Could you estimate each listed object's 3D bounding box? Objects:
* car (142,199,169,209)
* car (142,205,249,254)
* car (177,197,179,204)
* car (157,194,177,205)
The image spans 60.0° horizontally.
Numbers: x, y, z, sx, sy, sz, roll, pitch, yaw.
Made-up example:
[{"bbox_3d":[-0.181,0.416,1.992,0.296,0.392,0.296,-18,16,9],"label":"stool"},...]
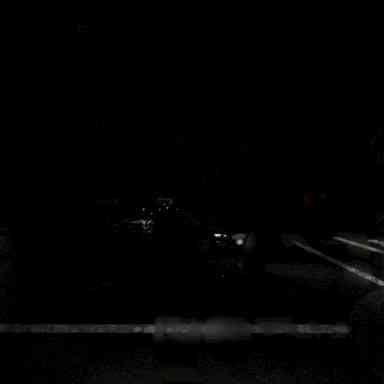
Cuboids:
[{"bbox_3d":[-3.593,1.619,31.631,1.895,1.301,4.718,0,0,0],"label":"car"},{"bbox_3d":[0.205,1.510,13.768,2.128,1.511,4.902,-1,0,-38],"label":"car"},{"bbox_3d":[-3.490,1.437,61.931,1.895,1.301,4.718,0,0,0],"label":"car"},{"bbox_3d":[-3.574,1.250,45.625,2.150,2.045,5.566,0,0,0],"label":"car"}]
